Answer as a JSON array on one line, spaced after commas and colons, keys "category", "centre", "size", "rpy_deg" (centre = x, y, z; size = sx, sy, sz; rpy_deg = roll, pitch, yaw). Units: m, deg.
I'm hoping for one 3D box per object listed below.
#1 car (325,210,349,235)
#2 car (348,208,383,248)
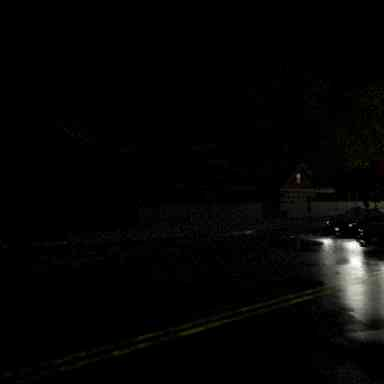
[{"category": "car", "centre": [9.265, 1.619, 18.259], "size": [4.674, 1.442, 1.812], "rpy_deg": [1, 0, -35]}, {"category": "car", "centre": [8.988, 1.557, 14.074], "size": [5.008, 1.535, 1.882], "rpy_deg": [0, 0, -35]}]
